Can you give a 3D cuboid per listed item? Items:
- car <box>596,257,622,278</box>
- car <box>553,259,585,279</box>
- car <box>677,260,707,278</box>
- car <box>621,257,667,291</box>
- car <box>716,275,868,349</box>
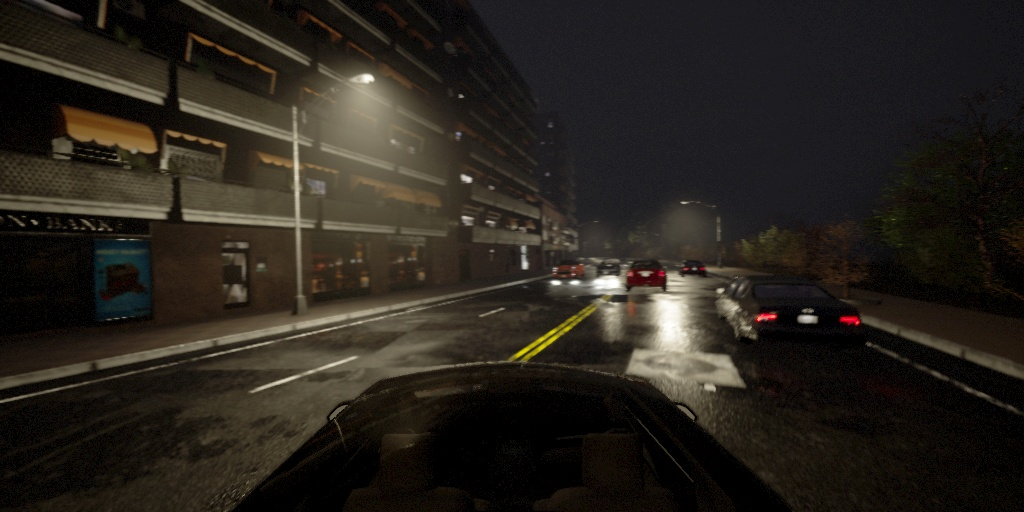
[{"bbox_3d":[8.718,1.136,32.321,2.128,1.511,4.902,-1,0,21],"label":"car"},{"bbox_3d":[5.114,1.084,32.038,2.097,1.767,4.553,-2,0,21],"label":"car"},{"bbox_3d":[15.011,1.027,30.068,2.033,1.411,5.357,-2,0,21],"label":"car"},{"bbox_3d":[7.758,0.977,20.626,2.097,1.767,4.553,-2,0,22],"label":"car"},{"bbox_3d":[6.309,1.168,8.752,2.033,1.411,5.357,-1,0,23],"label":"car"}]
